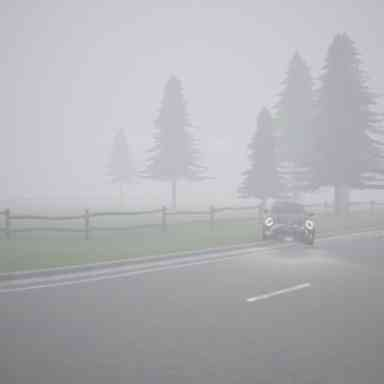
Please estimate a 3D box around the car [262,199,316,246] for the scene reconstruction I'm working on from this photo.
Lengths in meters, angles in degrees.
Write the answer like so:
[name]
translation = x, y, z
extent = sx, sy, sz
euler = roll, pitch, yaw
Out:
[car]
translation = 4.404, 1.216, 15.323
extent = 2.097, 1.767, 4.553
euler = 3, 2, 14
